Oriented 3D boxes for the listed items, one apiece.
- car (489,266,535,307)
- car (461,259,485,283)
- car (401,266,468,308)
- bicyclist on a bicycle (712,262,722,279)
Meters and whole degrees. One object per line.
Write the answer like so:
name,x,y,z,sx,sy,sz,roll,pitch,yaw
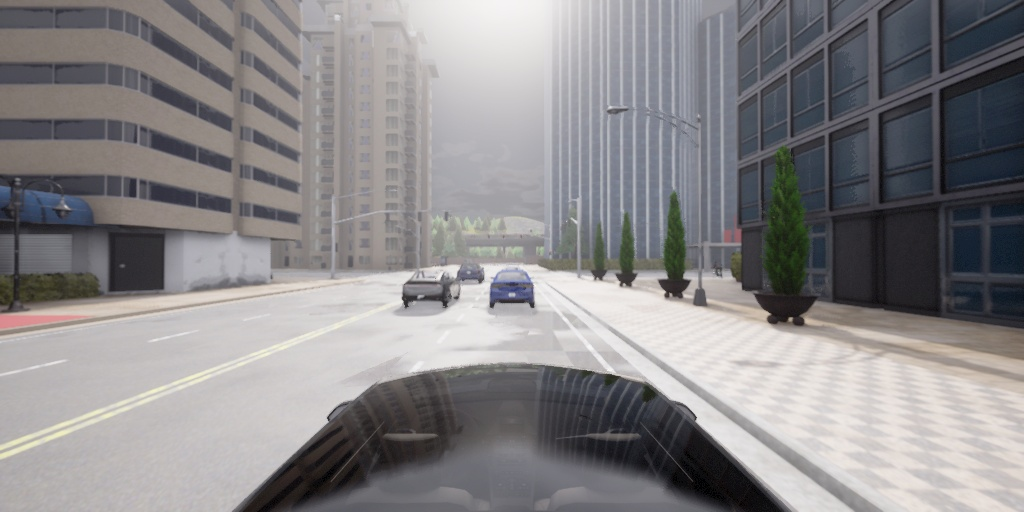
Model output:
car,0.009,1.365,16.321,1.882,1.535,5.008,0,0,0
car,-3.509,1.374,30.930,2.097,1.767,4.553,0,-1,-1
car,-3.492,1.378,16.143,2.128,1.511,4.902,0,0,0
bicyclist on a bicycle,19.651,1.356,34.366,0.582,1.620,1.656,0,-1,-1
